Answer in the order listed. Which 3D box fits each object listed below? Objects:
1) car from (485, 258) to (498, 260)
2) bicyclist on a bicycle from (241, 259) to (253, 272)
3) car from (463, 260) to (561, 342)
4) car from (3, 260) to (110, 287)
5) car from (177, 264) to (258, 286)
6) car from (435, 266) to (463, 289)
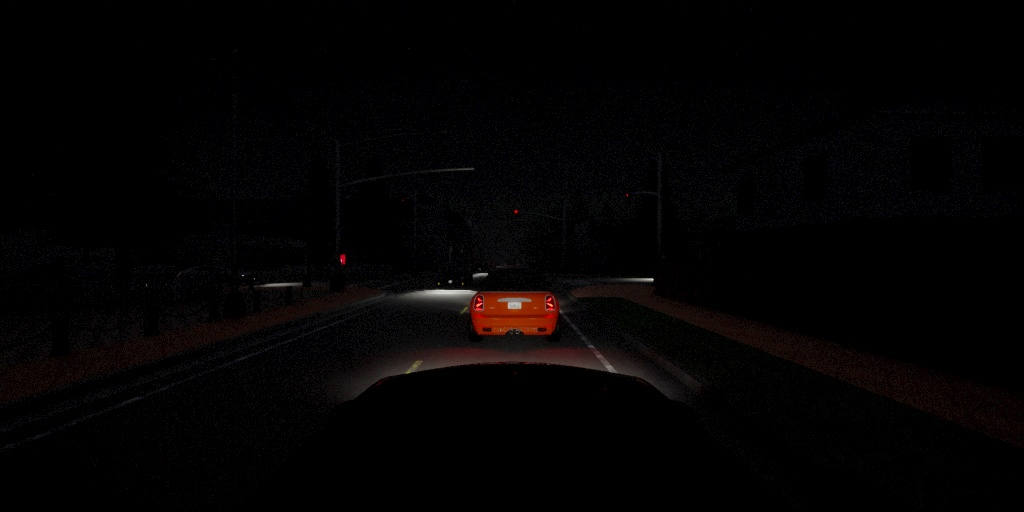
[{"bbox_3d":[-3.623,1.101,55.862,2.097,1.767,4.553,0,0,0],"label":"car"},{"bbox_3d":[-23.577,1.066,31.814,0.582,1.620,1.656,0,0,-2],"label":"bicyclist on a bicycle"},{"bbox_3d":[0.066,1.102,9.970,2.097,1.767,4.553,0,0,0],"label":"car"},{"bbox_3d":[-30.191,1.243,24.139,5.008,1.535,1.882,0,0,-1],"label":"car"},{"bbox_3d":[-20.012,1.291,24.456,4.674,1.442,1.812,0,0,-2],"label":"car"},{"bbox_3d":[-3.616,1.316,23.063,1.994,1.385,4.181,0,0,0],"label":"car"}]
